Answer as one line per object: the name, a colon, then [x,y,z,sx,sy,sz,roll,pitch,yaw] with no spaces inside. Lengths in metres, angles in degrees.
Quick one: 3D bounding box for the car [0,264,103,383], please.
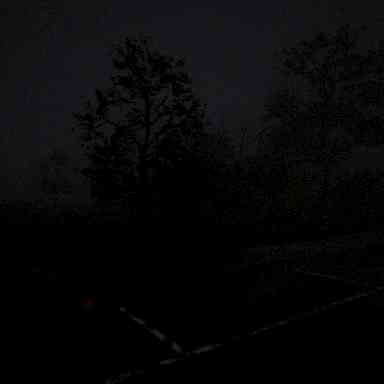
car: [-3.169,1.581,3.828,4.206,1.307,1.802,0,1,-35]
